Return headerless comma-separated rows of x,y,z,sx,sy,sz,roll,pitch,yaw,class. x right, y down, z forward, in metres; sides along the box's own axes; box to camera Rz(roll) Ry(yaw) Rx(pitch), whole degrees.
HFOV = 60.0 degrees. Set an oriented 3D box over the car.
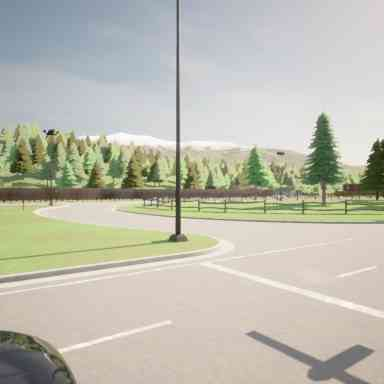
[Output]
-3.052,1.505,1.568,4.892,1.490,1.837,0,0,-35,car
